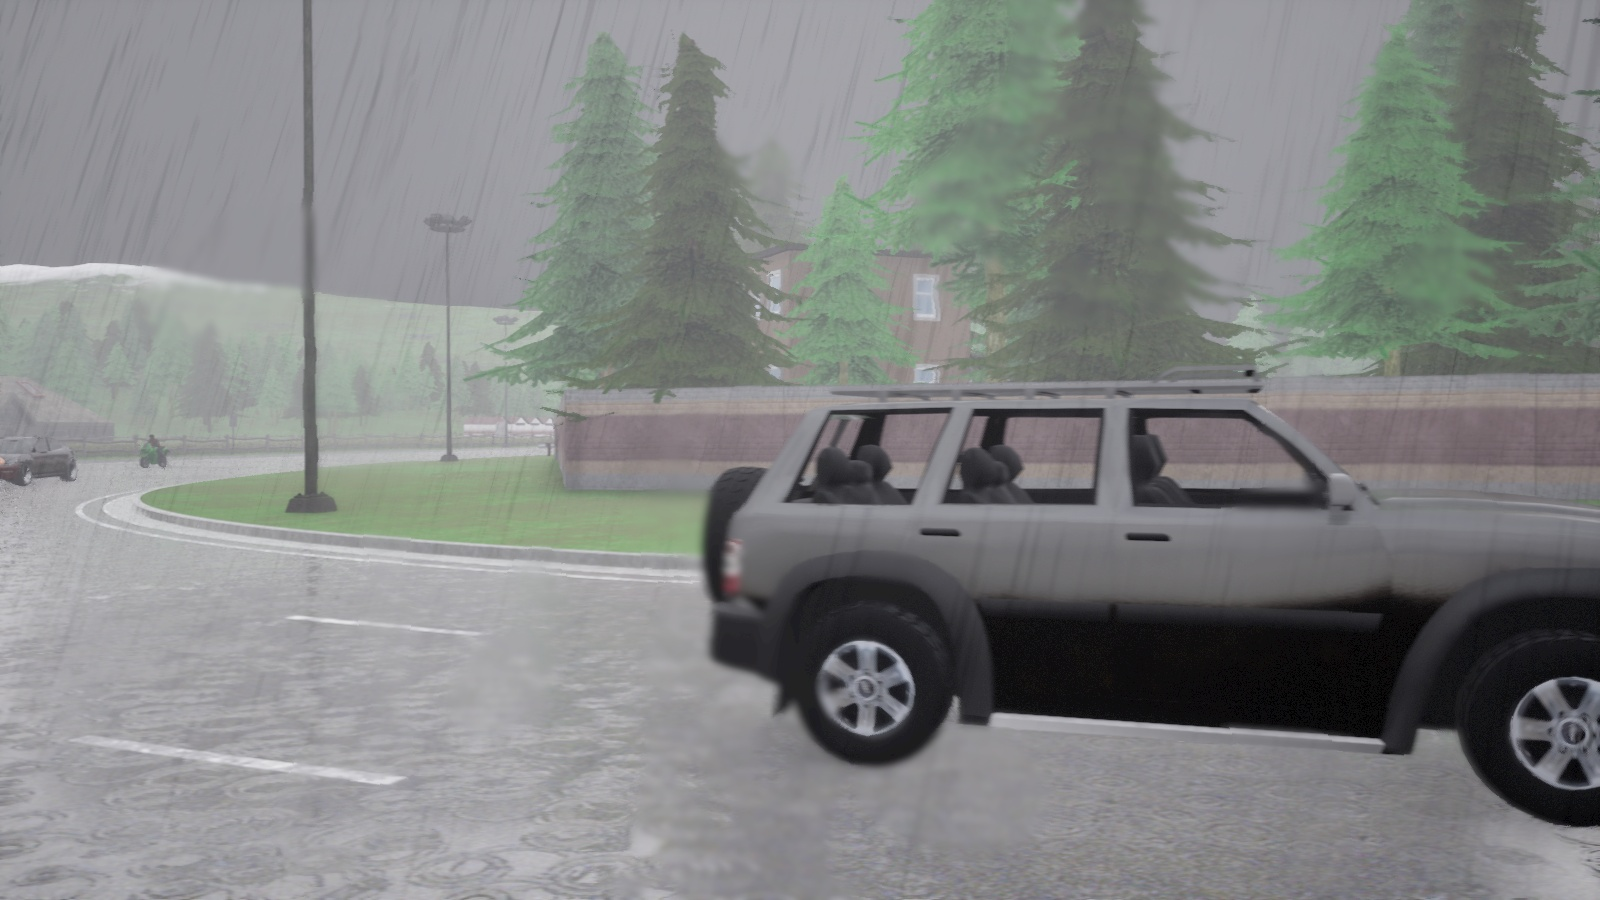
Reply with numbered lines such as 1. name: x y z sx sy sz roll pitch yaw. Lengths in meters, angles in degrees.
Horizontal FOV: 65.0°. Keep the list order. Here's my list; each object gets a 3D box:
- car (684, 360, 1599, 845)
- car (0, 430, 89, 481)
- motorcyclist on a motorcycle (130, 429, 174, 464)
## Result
1. car: 1.938 0.556 6.186 4.605 1.855 1.932 1 1 19
2. car: -24.204 0.132 38.847 2.163 1.488 4.792 0 1 -7
3. motorcyclist on a motorcycle: -28.496 -0.155 55.267 0.797 1.523 2.044 0 1 3
